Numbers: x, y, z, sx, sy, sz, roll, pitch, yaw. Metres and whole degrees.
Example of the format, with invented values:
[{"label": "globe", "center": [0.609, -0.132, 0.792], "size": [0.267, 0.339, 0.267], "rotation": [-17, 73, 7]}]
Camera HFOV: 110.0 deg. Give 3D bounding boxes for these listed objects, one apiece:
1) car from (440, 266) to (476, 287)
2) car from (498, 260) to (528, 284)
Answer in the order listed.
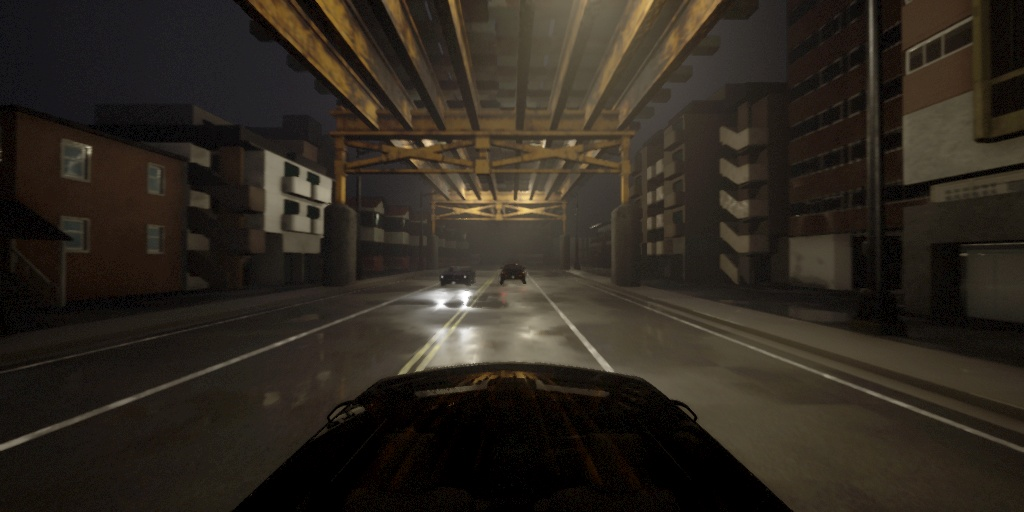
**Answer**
[{"label": "car", "center": [-3.608, 1.361, 24.401], "size": [1.895, 1.301, 4.718], "rotation": [0, 0, 0]}, {"label": "car", "center": [0.069, 1.285, 27.222], "size": [1.812, 1.442, 4.674], "rotation": [0, 0, 0]}]
